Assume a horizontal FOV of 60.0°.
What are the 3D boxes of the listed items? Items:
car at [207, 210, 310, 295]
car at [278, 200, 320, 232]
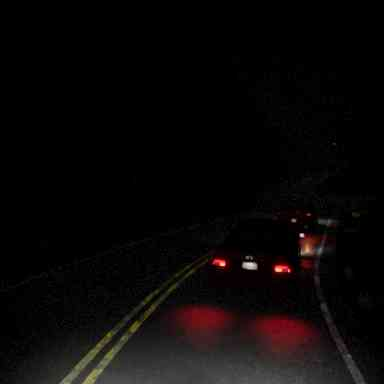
[{"bbox_3d":[1.875,1.416,8.686,2.033,1.411,5.357,2,1,18],"label":"car"},{"bbox_3d":[5.962,1.205,18.530,1.882,1.535,5.008,2,2,23],"label":"car"}]
